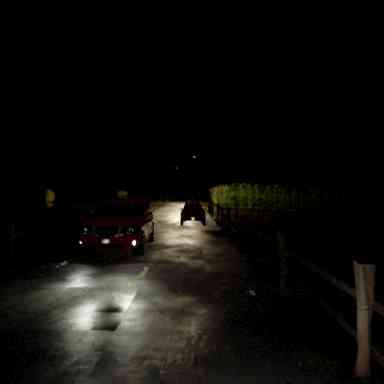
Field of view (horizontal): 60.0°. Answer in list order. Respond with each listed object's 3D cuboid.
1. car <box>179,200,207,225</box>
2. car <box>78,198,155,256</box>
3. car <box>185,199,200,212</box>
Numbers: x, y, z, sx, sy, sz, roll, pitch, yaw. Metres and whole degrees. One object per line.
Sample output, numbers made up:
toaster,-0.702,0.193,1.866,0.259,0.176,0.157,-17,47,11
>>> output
car,0.062,1.627,25.584,1.837,1.490,4.892,0,0,0
car,-2.846,1.296,13.799,2.150,2.045,5.566,0,0,0
car,0.037,1.695,42.526,1.812,1.442,4.674,0,0,0
